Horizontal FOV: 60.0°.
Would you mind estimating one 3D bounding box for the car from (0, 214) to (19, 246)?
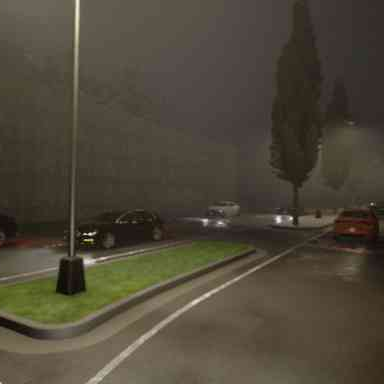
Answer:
[{"bbox_3d":[-8.872,1.330,11.887,2.128,1.511,4.902,1,0,36],"label":"car"}]

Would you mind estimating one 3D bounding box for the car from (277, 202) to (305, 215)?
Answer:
[{"bbox_3d":[10.865,1.795,36.401,1.895,1.301,4.718,1,0,32],"label":"car"}]

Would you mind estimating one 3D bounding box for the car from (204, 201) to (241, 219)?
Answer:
[{"bbox_3d":[2.891,1.576,30.301,1.812,1.442,4.674,1,0,32],"label":"car"}]

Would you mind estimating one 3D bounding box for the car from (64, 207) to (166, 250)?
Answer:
[{"bbox_3d":[-3.064,1.449,14.266,1.837,1.490,4.892,1,0,33],"label":"car"}]

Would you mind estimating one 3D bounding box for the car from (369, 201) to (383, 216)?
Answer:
[{"bbox_3d":[18.656,1.824,33.545,2.128,1.511,4.902,1,0,32],"label":"car"}]

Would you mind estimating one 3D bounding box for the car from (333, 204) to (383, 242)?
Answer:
[{"bbox_3d":[8.776,1.635,17.608,1.882,1.535,5.008,1,0,32],"label":"car"}]

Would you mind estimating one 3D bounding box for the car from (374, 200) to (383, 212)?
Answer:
[{"bbox_3d":[26.974,1.961,46.949,1.882,1.535,5.008,1,0,32],"label":"car"}]
